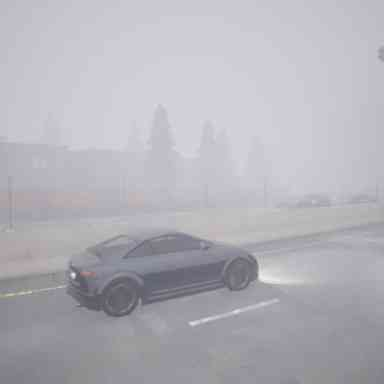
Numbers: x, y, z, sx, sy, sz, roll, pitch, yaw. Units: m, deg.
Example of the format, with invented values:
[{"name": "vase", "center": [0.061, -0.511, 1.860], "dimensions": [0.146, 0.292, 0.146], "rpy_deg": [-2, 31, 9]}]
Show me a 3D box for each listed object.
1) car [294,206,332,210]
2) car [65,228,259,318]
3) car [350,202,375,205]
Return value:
[{"name": "car", "center": [11.365, 0.870, 31.235], "dimensions": [2.097, 1.767, 4.553], "rpy_deg": [0, 1, 42]}, {"name": "car", "center": [-0.553, 1.497, 7.331], "dimensions": [4.181, 1.385, 1.994], "rpy_deg": [-1, 1, -32]}, {"name": "car", "center": [15.542, 0.971, 30.619], "dimensions": [1.837, 1.490, 4.892], "rpy_deg": [0, 1, 40]}]
